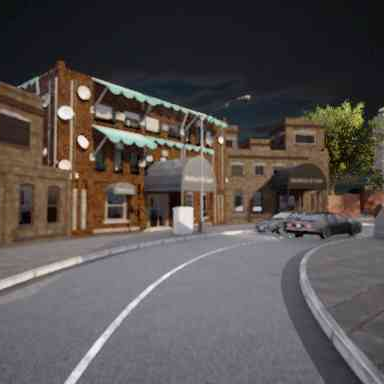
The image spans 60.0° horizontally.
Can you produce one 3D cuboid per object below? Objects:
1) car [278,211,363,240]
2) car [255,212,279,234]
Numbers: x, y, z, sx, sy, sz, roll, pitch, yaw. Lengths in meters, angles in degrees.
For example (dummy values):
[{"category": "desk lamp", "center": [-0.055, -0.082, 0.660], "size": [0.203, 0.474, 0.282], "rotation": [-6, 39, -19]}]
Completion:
[{"category": "car", "center": [7.650, 1.881, 19.087], "size": [5.357, 1.411, 2.033], "rotation": [1, -3, -36]}, {"category": "car", "center": [6.184, 1.961, 21.713], "size": [4.674, 1.442, 1.812], "rotation": [1, -3, -35]}]
